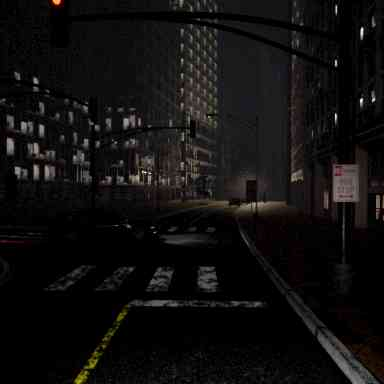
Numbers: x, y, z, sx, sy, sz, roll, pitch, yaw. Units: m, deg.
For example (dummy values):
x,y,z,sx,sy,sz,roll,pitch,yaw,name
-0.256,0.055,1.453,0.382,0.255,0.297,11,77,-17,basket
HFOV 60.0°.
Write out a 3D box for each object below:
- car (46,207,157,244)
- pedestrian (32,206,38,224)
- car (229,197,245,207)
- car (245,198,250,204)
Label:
x,y,z,sx,sy,sz,roll,pitch,yaw,name
-4.032,1.484,15.279,4.892,1.490,1.837,1,2,-14,car
-9.371,1.345,19.865,0.500,1.100,0.500,0,0,17,pedestrian
7.370,1.681,56.375,1.837,1.490,4.892,0,0,14,car
10.913,1.865,68.975,1.895,1.301,4.718,0,0,18,car
